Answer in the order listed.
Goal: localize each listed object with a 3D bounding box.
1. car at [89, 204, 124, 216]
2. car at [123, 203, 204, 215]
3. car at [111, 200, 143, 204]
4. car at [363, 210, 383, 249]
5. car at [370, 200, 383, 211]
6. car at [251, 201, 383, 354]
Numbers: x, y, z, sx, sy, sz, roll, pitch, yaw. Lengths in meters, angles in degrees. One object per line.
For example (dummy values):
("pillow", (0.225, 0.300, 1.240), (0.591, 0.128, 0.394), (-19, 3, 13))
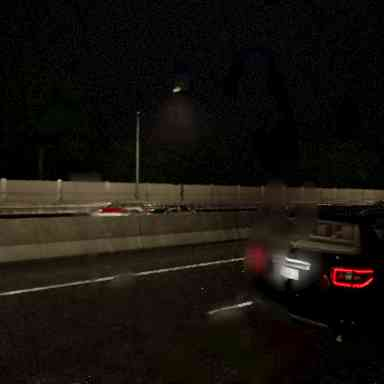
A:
("car", (-4.438, 1.691, 22.326), (4.718, 1.301, 1.895), (1, 0, -35))
("car", (-1.352, 1.607, 20.227), (4.892, 1.490, 1.837), (1, 0, -35))
("car", (-5.601, 1.452, 25.795), (4.553, 1.767, 2.097), (1, 0, -35))
("car", (10.069, 1.641, 15.231), (5.008, 1.535, 1.882), (1, 0, -35))
("car", (29.108, 2.037, 50.496), (4.674, 1.442, 1.812), (1, 0, -35))
("car", (3.583, 1.283, 6.310), (5.566, 2.045, 2.150), (1, 0, -35))
